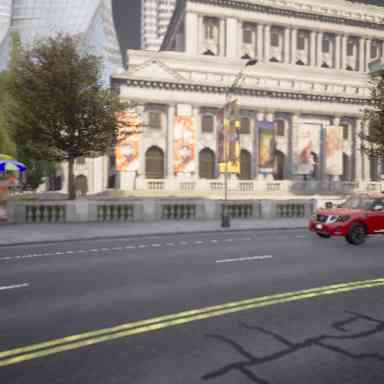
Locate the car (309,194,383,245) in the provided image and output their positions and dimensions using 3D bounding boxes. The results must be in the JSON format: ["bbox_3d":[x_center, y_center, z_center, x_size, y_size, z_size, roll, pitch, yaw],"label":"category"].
[{"bbox_3d":[8.013,1.100,14.717,5.566,2.045,2.150,0,0,-16],"label":"car"}]
